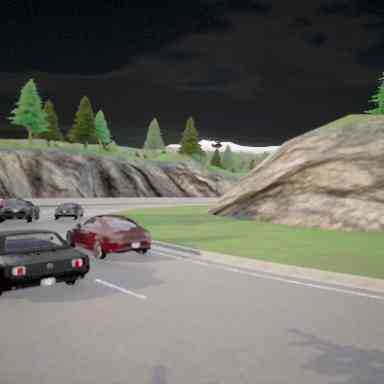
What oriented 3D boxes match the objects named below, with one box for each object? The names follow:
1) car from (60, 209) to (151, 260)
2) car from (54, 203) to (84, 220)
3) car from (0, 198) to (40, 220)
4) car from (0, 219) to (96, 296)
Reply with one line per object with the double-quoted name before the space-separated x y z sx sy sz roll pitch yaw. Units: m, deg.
"car" -3.291 1.590 12.813 1.812 1.442 4.674 0 0 -39
"car" -10.882 1.671 29.708 2.033 1.411 5.357 0 0 -10
"car" -13.598 1.438 26.626 2.097 1.767 4.553 1 0 -15
"car" -4.543 1.631 8.769 1.895 1.301 4.718 1 0 -42
